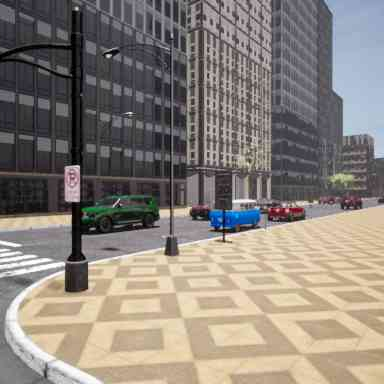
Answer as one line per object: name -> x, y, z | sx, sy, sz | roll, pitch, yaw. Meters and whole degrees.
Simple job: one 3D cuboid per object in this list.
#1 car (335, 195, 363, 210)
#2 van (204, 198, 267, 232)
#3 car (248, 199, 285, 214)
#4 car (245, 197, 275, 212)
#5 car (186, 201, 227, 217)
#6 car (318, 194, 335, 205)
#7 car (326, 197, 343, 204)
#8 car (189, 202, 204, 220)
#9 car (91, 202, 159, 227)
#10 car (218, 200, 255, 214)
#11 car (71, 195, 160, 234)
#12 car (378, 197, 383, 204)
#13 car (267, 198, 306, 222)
car -> 21.323, 1.368, 44.426 | 2.192, 1.841, 5.009 | 0, 0, 38
van -> 2.723, 1.367, 20.209 | 1.690, 1.788, 3.998 | 0, 0, 38
car -> 8.224, 1.522, 36.322 | 2.128, 1.511, 4.902 | 0, 0, 38
car -> 8.281, 1.470, 40.449 | 1.967, 1.590, 4.097 | 0, 0, 38
car -> 1.471, 1.603, 31.648 | 1.802, 1.307, 4.206 | 0, 0, 38
car -> 25.306, 1.380, 62.450 | 2.192, 1.841, 5.009 | 0, 0, 38
car -> 28.711, 1.624, 66.849 | 2.008, 1.369, 4.403 | 0, 0, 38
car -> 1.837, 1.624, 28.086 | 1.895, 1.301, 4.718 | 0, 0, 38
car -> -4.657, 1.540, 23.941 | 1.752, 1.417, 4.829 | 0, 0, 38
car -> 4.876, 1.570, 36.049 | 1.887, 1.381, 4.507 | 0, 0, 38
car -> -4.380, 1.237, 20.019 | 2.150, 2.045, 5.566 | 0, 0, 39
car -> 38.347, 1.658, 66.425 | 1.947, 1.339, 4.313 | 0, 0, 38
car -> 7.703, 1.472, 26.825 | 1.967, 1.590, 4.097 | 0, 0, 38
